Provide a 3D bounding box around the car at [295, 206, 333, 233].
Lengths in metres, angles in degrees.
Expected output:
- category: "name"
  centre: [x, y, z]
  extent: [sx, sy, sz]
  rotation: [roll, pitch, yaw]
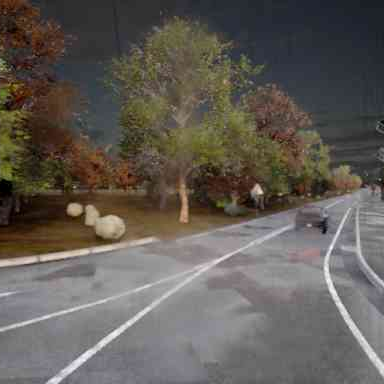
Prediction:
- category: "car"
  centre: [7.951, 1.704, 21.728]
  extent: [1.837, 1.490, 4.892]
  rotation: [1, 0, 26]
